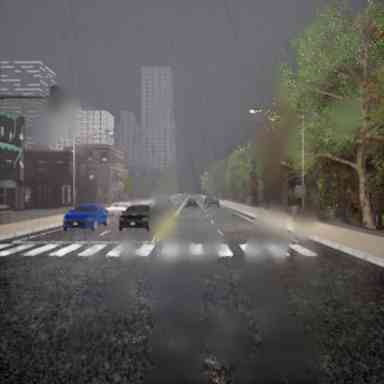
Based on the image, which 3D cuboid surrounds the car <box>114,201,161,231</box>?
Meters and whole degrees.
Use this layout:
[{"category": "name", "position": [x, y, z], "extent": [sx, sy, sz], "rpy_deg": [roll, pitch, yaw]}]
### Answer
[{"category": "car", "position": [-3.381, 1.536, 21.444], "extent": [1.882, 1.535, 5.008], "rpy_deg": [0, 0, 0]}]

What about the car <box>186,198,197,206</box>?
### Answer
[{"category": "car", "position": [-0.081, 1.764, 61.525], "extent": [1.895, 1.301, 4.718], "rpy_deg": [0, 0, 0]}]

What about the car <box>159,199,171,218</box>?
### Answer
[{"category": "car", "position": [-3.392, 1.649, 31.406], "extent": [1.994, 1.385, 4.181], "rpy_deg": [0, 0, 0]}]

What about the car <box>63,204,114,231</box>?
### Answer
[{"category": "car", "position": [-6.638, 1.536, 21.319], "extent": [1.882, 1.535, 5.008], "rpy_deg": [0, 0, -1]}]

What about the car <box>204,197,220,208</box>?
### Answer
[{"category": "car", "position": [3.278, 1.629, 51.320], "extent": [2.128, 1.511, 4.902], "rpy_deg": [0, 0, 0]}]

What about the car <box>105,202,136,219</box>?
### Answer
[{"category": "car", "position": [-6.642, 1.685, 31.367], "extent": [1.895, 1.301, 4.718], "rpy_deg": [0, 0, 0]}]

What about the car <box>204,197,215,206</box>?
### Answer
[{"category": "car", "position": [3.169, 1.641, 61.484], "extent": [1.882, 1.535, 5.008], "rpy_deg": [0, 0, 0]}]

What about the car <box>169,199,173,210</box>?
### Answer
[{"category": "car", "position": [-3.398, 1.603, 41.382], "extent": [2.128, 1.511, 4.902], "rpy_deg": [0, 0, 0]}]

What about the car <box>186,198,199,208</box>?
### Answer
[{"category": "car", "position": [0.029, 1.684, 51.033], "extent": [2.033, 1.411, 5.357], "rpy_deg": [0, 0, 0]}]
